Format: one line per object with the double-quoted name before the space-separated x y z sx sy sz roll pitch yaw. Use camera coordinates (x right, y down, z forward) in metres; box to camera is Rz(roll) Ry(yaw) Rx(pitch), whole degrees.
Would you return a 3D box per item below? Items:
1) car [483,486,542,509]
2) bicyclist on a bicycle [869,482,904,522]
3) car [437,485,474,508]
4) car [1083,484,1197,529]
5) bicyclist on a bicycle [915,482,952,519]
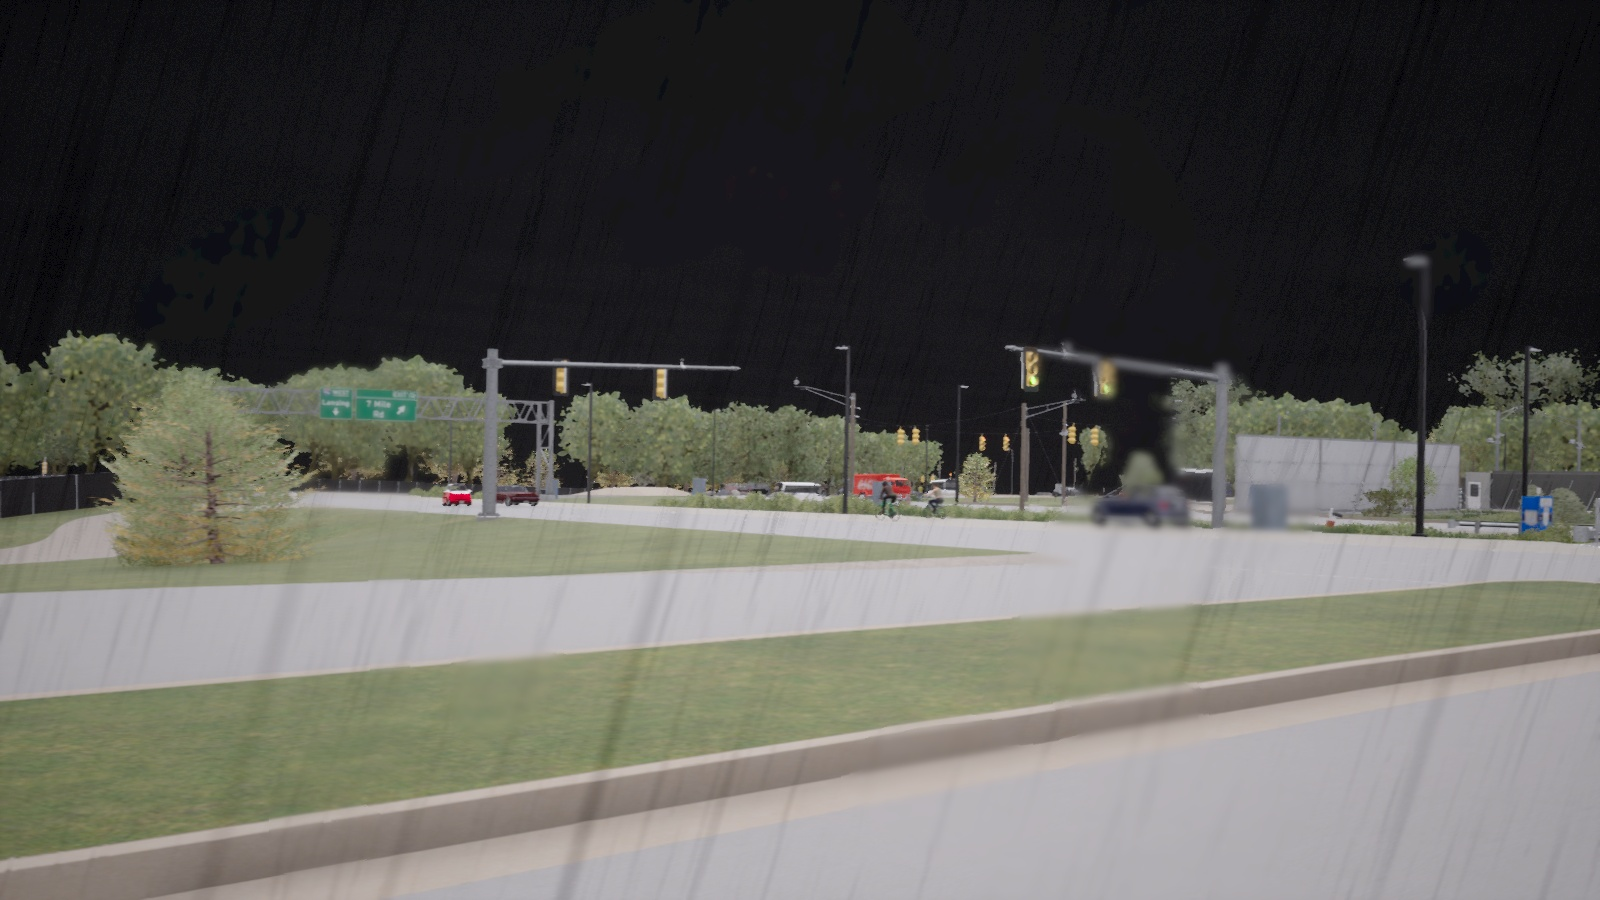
"car" -17.635 2.884 76.929 1.895 1.301 4.718 1 -2 -34
"bicyclist on a bicycle" 3.588 2.142 52.186 0.582 1.620 1.656 1 -2 -34
"car" -20.595 2.778 75.059 1.481 1.376 2.207 1 -2 -34
"car" 12.312 2.021 45.655 1.789 1.549 3.705 1 -2 -34
"bicyclist on a bicycle" 5.845 2.211 55.068 0.866 1.612 1.509 1 -2 -34
